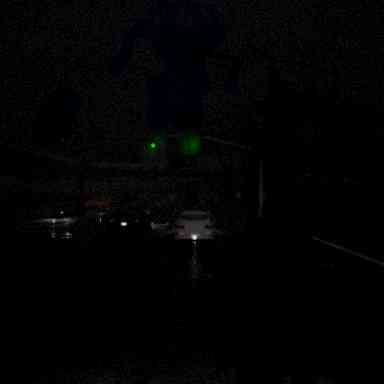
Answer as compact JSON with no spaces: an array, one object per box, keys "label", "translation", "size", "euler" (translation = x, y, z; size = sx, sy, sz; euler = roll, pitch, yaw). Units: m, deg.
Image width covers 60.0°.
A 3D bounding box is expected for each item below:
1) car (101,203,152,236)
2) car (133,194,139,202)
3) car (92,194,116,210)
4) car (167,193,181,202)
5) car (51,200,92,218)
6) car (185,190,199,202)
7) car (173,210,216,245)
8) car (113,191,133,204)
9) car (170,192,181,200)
[{"label":"car","translation":[-3.395,1.558,18.592],"size":[1.994,1.385,4.181],"euler":[0,0,0]},{"label":"car","translation":[-10.485,1.058,58.530],"size":[2.033,1.411,5.357],"euler":[0,1,0]},{"label":"car","translation":[-10.533,1.309,38.081],"size":[1.882,1.535,5.008],"euler":[0,1,1]},{"label":"car","translation":[-3.485,1.005,60.497],"size":[1.812,1.442,4.674],"euler":[0,1,0]},{"label":"car","translation":[-10.580,1.485,29.010],"size":[1.994,1.385,4.181],"euler":[0,1,0]},{"label":"car","translation":[0.015,0.718,59.754],"size":[2.150,2.045,5.566],"euler":[0,1,0]},{"label":"car","translation":[0.103,1.530,15.357],"size":[1.812,1.442,4.674],"euler":[0,0,0]},{"label":"car","translation":[-10.488,0.915,48.118],"size":[2.150,2.045,5.566],"euler":[0,1,0]},{"label":"car","translation":[-3.482,0.841,70.798],"size":[1.994,1.385,4.181],"euler":[0,1,0]}]
